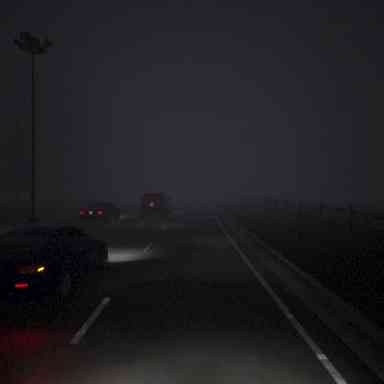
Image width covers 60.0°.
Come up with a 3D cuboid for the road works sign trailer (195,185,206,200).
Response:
[{"bbox_3d":[2.072,0.093,77.911,2.380,3.560,2.880,0,0,7],"label":"road works sign trailer"}]

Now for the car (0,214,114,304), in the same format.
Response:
[{"bbox_3d":[-3.426,1.487,7.952,1.812,1.442,4.674,0,0,0],"label":"car"}]

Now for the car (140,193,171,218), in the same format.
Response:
[{"bbox_3d":[-3.111,1.083,28.963,2.150,2.045,5.566,0,0,2],"label":"car"}]

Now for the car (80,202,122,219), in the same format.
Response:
[{"bbox_3d":[-6.722,1.429,24.788,2.033,1.411,5.357,0,0,1],"label":"car"}]
